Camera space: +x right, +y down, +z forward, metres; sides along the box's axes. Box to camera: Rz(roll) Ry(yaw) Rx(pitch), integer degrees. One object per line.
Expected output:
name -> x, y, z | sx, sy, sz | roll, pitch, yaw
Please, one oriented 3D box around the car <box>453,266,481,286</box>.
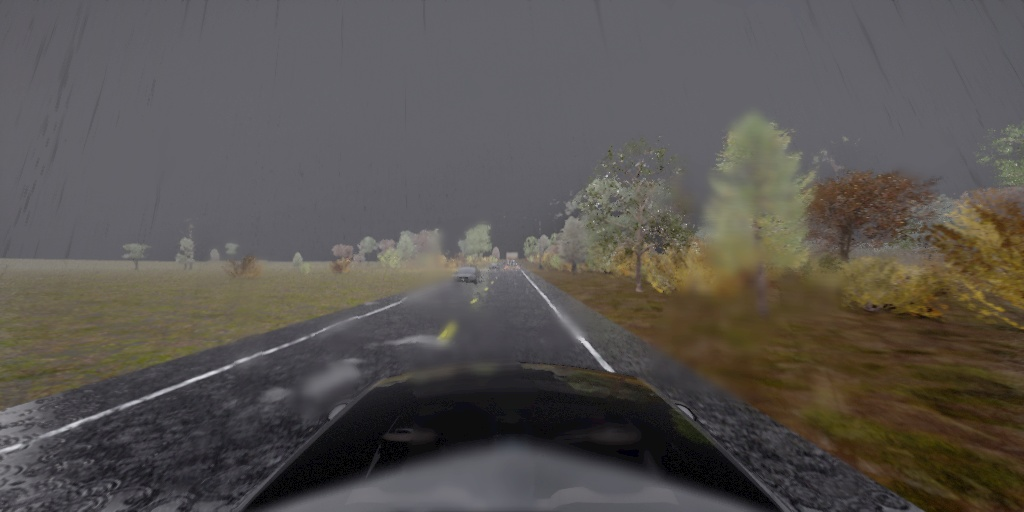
car -> -3.589, 1.571, 29.288 | 1.837, 1.490, 4.892 | 0, -1, 0
